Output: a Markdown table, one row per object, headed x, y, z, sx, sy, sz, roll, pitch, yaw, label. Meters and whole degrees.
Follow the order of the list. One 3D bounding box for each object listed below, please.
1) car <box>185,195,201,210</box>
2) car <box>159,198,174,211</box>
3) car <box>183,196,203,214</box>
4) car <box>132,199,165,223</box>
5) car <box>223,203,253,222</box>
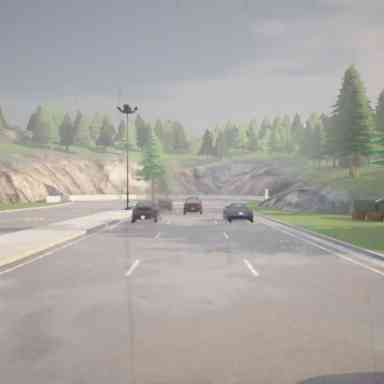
| x | y | z | sx | sy | sz | roll | pitch | yaw | label |
| --- | --- | --- | --- | --- | --- | --- | --- | --- | --- |
| 0.175 | 1.346 | 44.072 | 2.097 | 1.767 | 4.553 | 0 | 0 | 1 | car |
| -3.373 | 1.485 | 40.748 | 2.128 | 1.511 | 4.902 | 0 | 0 | 1 | car |
| 0.092 | 1.473 | 34.829 | 1.882 | 1.535 | 5.008 | 0 | 0 | 0 | car |
| -3.400 | 1.500 | 25.475 | 1.837 | 1.490 | 4.892 | 0 | 0 | 0 | car |
| 3.600 | 1.560 | 26.429 | 1.994 | 1.385 | 4.181 | 0 | 0 | 0 | car |
